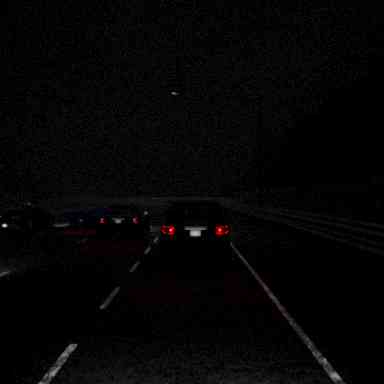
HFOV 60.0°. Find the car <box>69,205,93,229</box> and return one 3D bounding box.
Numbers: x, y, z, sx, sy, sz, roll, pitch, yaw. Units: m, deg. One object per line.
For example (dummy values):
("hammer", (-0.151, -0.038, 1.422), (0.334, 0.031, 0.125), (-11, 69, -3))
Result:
("car", (-6.905, 1.646, 23.155), (1.882, 1.535, 5.008), (0, -1, 0))

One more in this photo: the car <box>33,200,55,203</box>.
("car", (-28.014, 2.281, 64.005), (2.097, 1.767, 4.553), (0, -1, 0))

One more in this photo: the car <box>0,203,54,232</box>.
("car", (-10.405, 1.648, 20.997), (1.837, 1.490, 4.892), (0, -1, 0))

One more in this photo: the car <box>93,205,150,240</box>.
("car", (-3.504, 1.460, 17.903), (2.097, 1.767, 4.553), (0, -1, 0))

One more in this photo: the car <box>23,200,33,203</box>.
("car", (-31.514, 2.292, 64.630), (2.097, 1.767, 4.553), (0, -1, 0))

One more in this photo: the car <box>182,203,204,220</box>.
("car", (0.093, 1.849, 32.553), (2.033, 1.411, 5.357), (0, -1, 0))

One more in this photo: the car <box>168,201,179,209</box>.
("car", (-3.514, 2.483, 63.639), (1.994, 1.385, 4.181), (0, -1, 0))

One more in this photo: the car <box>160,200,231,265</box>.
("car", (0.097, 1.281, 12.078), (2.150, 2.045, 5.566), (0, 0, 0))
